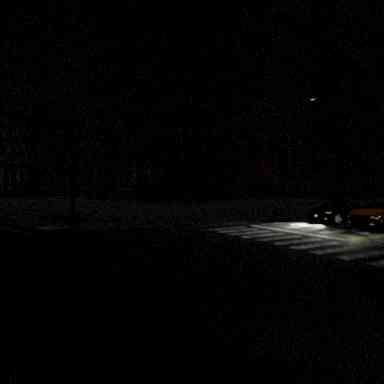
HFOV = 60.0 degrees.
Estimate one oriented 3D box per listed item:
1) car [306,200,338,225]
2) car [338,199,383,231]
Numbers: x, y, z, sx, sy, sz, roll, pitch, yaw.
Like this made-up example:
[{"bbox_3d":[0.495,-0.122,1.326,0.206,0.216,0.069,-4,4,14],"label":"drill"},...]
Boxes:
[{"bbox_3d":[9.138,1.190,20.705,4.181,1.385,1.994,-1,1,-27],"label":"car"},{"bbox_3d":[10.412,1.124,17.700,5.008,1.535,1.882,-1,1,-28],"label":"car"}]
